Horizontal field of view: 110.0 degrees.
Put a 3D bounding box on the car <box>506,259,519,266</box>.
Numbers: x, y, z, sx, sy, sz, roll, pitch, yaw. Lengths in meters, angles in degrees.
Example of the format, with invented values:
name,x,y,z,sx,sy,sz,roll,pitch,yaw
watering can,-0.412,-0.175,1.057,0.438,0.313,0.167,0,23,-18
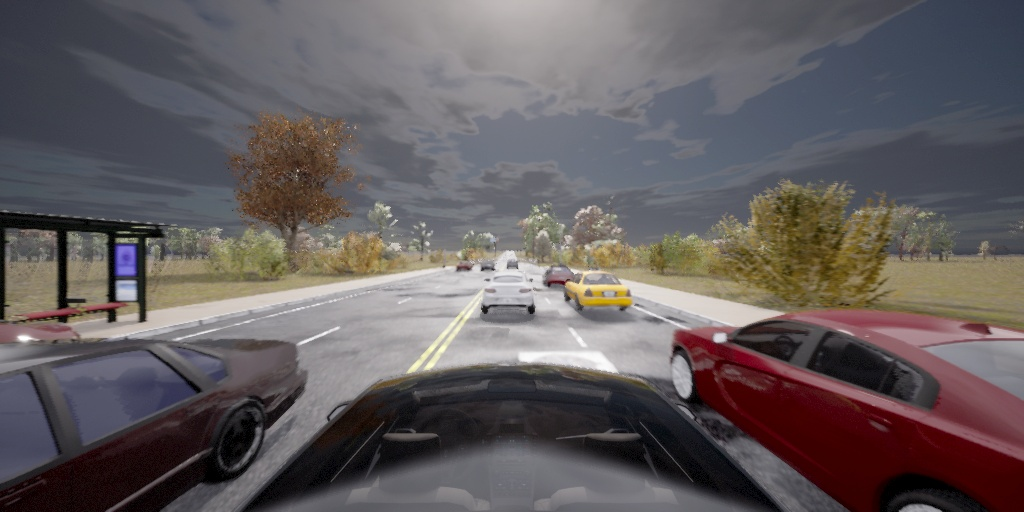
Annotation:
name,x,y,z,sx,sy,sz,roll,pitch,yaw
car,0.078,1.350,58.874,2.128,1.511,4.902,0,0,0

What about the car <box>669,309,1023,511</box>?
name,x,y,z,sx,sy,sz,roll,pitch,yaw
car,3.249,1.232,3.333,1.882,1.535,5.008,0,0,0

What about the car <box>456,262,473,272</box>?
name,x,y,z,sx,sy,sz,roll,pitch,yaw
car,-6.512,1.449,49.386,1.895,1.301,4.718,0,0,0

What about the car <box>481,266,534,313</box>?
name,x,y,z,sx,sy,sz,roll,pitch,yaw
car,-0.116,1.306,14.167,1.812,1.442,4.674,0,0,1

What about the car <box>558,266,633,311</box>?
name,x,y,z,sx,sy,sz,roll,pitch,yaw
car,3.246,1.238,14.523,1.801,1.575,5.366,0,0,0

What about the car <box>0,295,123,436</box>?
name,x,y,z,sx,sy,sz,roll,pitch,yaw
car,-6.600,1.279,2.910,1.812,1.442,4.674,0,0,0

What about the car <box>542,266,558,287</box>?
name,x,y,z,sx,sy,sz,roll,pitch,yaw
car,3.244,1.368,25.333,1.994,1.385,4.181,0,0,0

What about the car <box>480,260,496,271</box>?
name,x,y,z,sx,sy,sz,roll,pitch,yaw
car,-3.266,1.362,49.158,1.837,1.490,4.892,0,0,0

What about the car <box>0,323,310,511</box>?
name,x,y,z,sx,sy,sz,roll,pitch,yaw
car,-3.351,1.298,1.944,2.033,1.411,5.357,0,0,0
